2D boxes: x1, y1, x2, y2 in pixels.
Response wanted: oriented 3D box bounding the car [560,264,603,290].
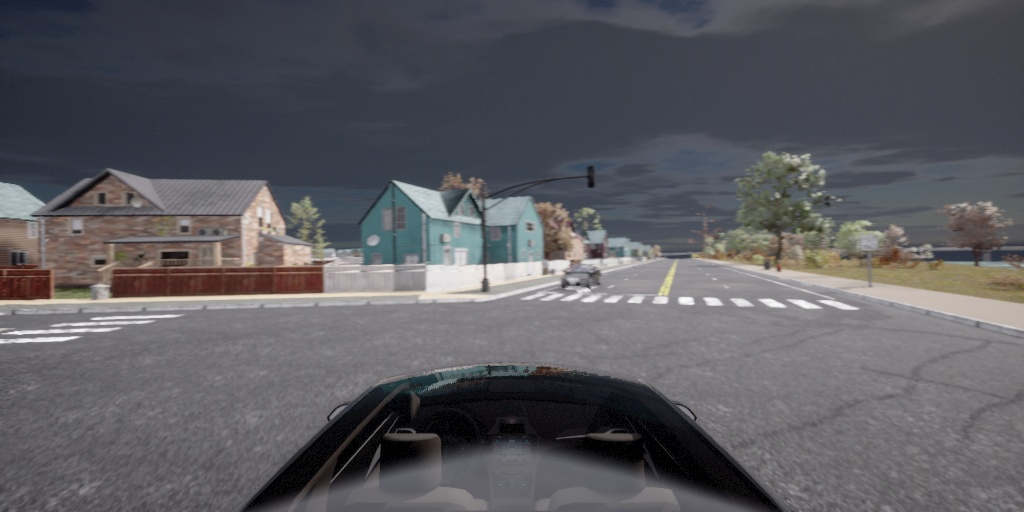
[{"bbox_3d":[4.545,1.276,23.095,2.128,1.511,4.902,-1,0,25],"label":"car"}]
